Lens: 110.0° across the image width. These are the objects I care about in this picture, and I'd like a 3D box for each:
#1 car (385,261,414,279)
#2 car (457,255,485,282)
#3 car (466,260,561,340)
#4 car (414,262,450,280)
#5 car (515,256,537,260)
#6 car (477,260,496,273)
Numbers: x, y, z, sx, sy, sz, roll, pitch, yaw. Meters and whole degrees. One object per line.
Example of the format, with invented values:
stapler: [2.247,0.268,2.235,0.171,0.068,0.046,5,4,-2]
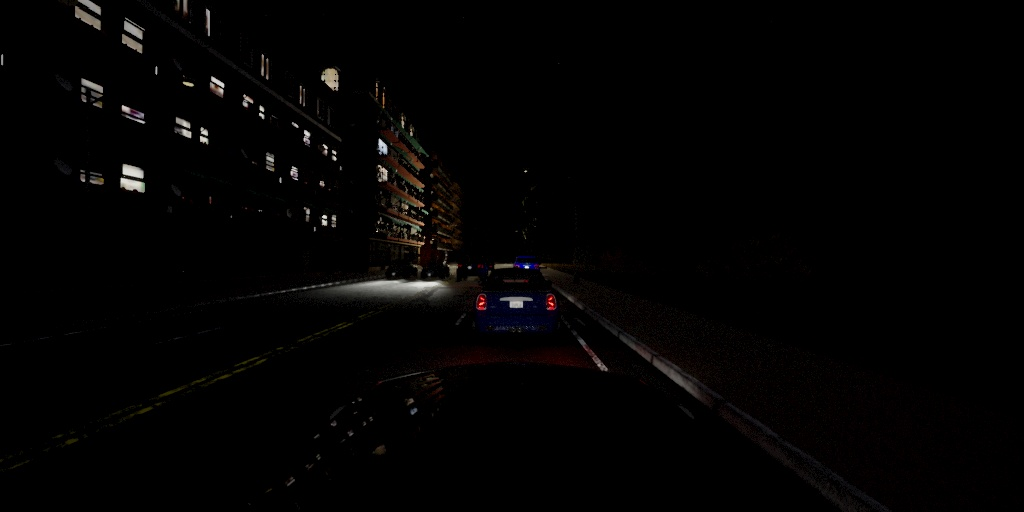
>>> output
car: [-9.837,1.245,32.250,2.128,1.511,4.902,0,0,0]
car: [-3.138,0.971,29.354,2.150,2.045,5.566,0,-1,0]
car: [0.102,1.104,10.150,2.097,1.767,4.553,0,0,0]
car: [-6.587,1.245,31.061,2.128,1.511,4.902,0,0,0]
car: [1.150,0.979,30.103,2.150,2.045,5.566,0,0,0]
car: [-3.129,1.301,44.852,2.033,1.411,5.357,0,0,0]
